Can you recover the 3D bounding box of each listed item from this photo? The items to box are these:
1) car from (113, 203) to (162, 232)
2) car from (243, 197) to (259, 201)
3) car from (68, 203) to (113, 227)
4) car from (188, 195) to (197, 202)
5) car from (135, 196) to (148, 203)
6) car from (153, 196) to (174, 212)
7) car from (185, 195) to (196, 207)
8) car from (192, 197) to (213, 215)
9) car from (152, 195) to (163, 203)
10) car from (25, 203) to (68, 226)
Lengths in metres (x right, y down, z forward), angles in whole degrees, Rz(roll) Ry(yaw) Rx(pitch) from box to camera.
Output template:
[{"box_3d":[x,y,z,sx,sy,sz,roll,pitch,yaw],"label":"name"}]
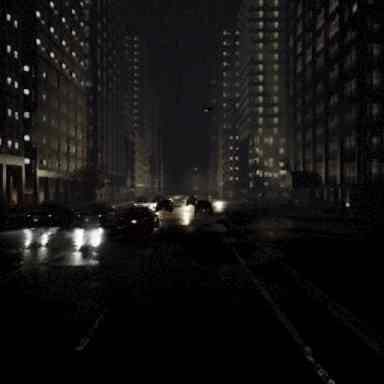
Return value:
[{"box_3d":[-3.145,1.580,20.052,1.994,1.385,4.181,0,0,0],"label":"car"},{"box_3d":[15.938,1.905,90.058,4.403,1.369,2.008,1,0,-1],"label":"car"},{"box_3d":[-6.586,1.510,23.375,2.128,1.511,4.902,0,0,0],"label":"car"},{"box_3d":[0.015,1.377,70.032,1.837,1.490,4.892,0,0,0],"label":"car"},{"box_3d":[-9.743,1.515,64.626,1.882,1.535,5.008,0,0,0],"label":"car"},{"box_3d":[-3.141,1.557,38.987,1.812,1.442,4.674,0,0,0],"label":"car"},{"box_3d":[0.016,1.536,53.271,2.128,1.511,4.902,0,0,0],"label":"car"},{"box_3d":[1.145,1.533,34.564,1.837,1.490,4.892,0,0,0],"label":"car"},{"box_3d":[-6.492,1.398,64.672,2.097,1.767,4.553,0,0,0],"label":"car"},{"box_3d":[-9.836,1.510,23.383,2.128,1.511,4.902,0,0,0],"label":"car"}]
